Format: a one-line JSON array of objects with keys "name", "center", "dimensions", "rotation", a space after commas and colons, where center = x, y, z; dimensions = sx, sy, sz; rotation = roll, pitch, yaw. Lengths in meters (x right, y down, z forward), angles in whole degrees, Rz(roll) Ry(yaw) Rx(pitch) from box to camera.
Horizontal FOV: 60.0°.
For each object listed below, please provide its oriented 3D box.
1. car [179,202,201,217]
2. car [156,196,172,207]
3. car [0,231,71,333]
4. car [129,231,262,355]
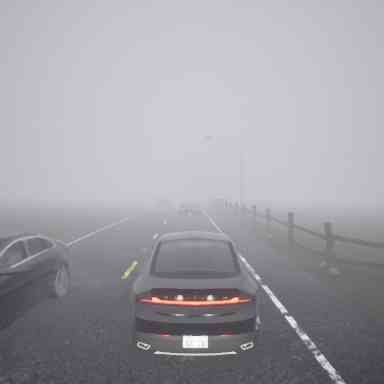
[{"name": "car", "center": [-0.209, 1.588, 30.292], "dimensions": [1.895, 1.301, 4.718], "rotation": [0, 0, -1]}, {"name": "car", "center": [-4.132, 1.369, 49.907], "dimensions": [2.097, 1.767, 4.553], "rotation": [0, 0, -1]}, {"name": "car", "center": [-3.624, 1.491, 5.599], "dimensions": [2.128, 1.511, 4.902], "rotation": [0, 0, 0]}, {"name": "car", "center": [0.049, 1.505, 6.312], "dimensions": [1.837, 1.490, 4.892], "rotation": [0, 0, 0]}]
